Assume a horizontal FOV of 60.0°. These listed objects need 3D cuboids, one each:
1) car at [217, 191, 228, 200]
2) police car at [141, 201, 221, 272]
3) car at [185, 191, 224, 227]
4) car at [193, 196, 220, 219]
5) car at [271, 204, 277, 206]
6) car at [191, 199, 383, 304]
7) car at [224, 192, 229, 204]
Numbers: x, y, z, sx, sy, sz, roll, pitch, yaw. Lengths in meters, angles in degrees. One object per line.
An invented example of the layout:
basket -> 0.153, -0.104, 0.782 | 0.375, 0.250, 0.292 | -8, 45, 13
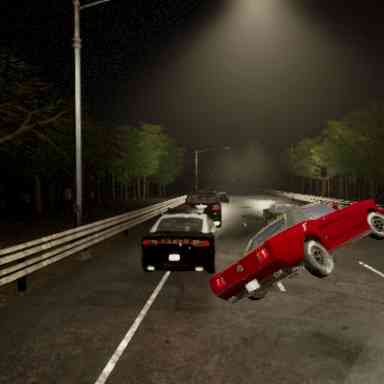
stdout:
car -> 5.880, 0.650, 64.358 | 2.128, 1.511, 4.902 | 0, 1, 5
police car -> -0.179, 1.291, 10.320 | 1.930, 1.638, 5.238 | 0, 1, 5
car -> 0.725, 0.960, 20.195 | 2.150, 2.045, 5.566 | 0, 1, 5
car -> 1.269, 1.138, 26.145 | 1.882, 1.535, 5.008 | 0, 1, 5
car -> 5.292, 1.342, 19.272 | 1.895, 1.301, 4.718 | 0, 1, 6
car -> 2.540, 1.084, 7.297 | 4.718, 1.301, 1.895 | -10, -27, -42
car -> 4.249, 0.938, 46.550 | 2.033, 1.411, 5.357 | 0, 1, 5
